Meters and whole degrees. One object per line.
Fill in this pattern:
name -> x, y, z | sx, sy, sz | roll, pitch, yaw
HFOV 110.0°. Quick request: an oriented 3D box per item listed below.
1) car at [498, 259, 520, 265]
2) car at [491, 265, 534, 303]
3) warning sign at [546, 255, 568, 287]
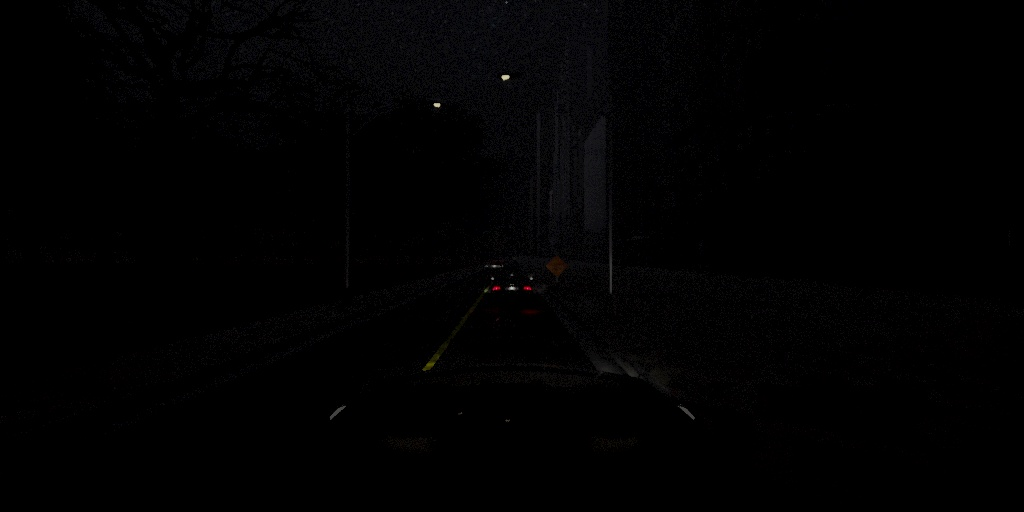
car -> -0.001, 1.277, 31.502 | 1.837, 1.490, 4.892 | 0, 0, 0
car -> 0.000, 1.318, 16.501 | 2.033, 1.411, 5.357 | 0, 0, 0
warning sign -> 2.717, 0.870, 21.506 | 1.300, 1.860, 1.060 | 0, 0, 0
